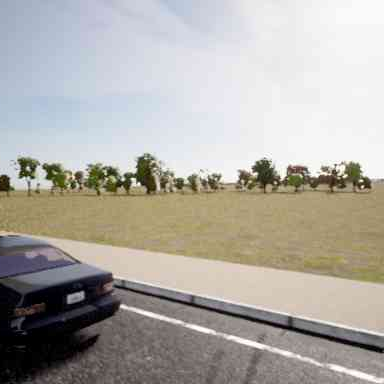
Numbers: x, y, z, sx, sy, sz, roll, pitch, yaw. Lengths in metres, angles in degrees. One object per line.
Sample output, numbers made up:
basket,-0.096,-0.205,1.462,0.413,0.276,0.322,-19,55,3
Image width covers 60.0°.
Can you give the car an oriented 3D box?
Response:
car,-3.698,1.550,6.198,5.357,1.411,2.033,0,0,35
